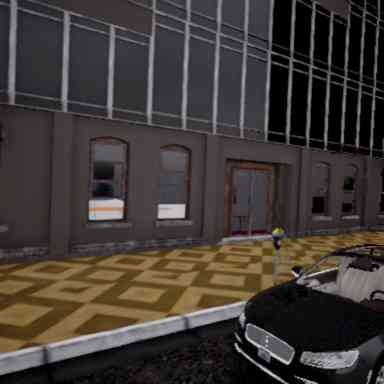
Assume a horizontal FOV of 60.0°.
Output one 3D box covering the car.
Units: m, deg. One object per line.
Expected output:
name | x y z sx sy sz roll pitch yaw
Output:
car | 2.599 1.491 4.635 4.403 1.369 2.008 1 2 -33
